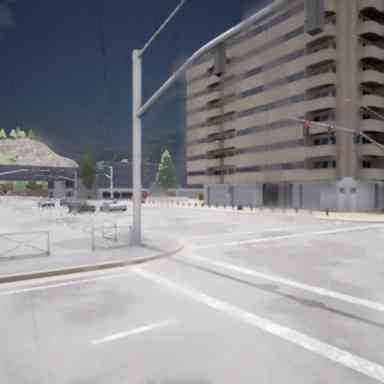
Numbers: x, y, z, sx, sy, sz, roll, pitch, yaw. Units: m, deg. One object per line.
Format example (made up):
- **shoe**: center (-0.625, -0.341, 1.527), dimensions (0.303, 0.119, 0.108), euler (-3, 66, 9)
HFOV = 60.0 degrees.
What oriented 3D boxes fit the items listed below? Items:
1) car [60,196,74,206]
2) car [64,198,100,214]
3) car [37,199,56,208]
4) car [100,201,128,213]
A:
- **car**: center (-19.503, 1.470, 52.979), dimensions (2.097, 1.767, 4.553), euler (0, 0, -35)
- **car**: center (-11.938, 1.653, 36.051), dimensions (1.895, 1.301, 4.718), euler (0, 0, -35)
- **car**: center (-22.326, 1.721, 50.909), dimensions (1.895, 1.301, 4.718), euler (0, 0, -35)
- **car**: center (-9.087, 1.652, 38.081), dimensions (1.895, 1.301, 4.718), euler (0, 0, -35)
